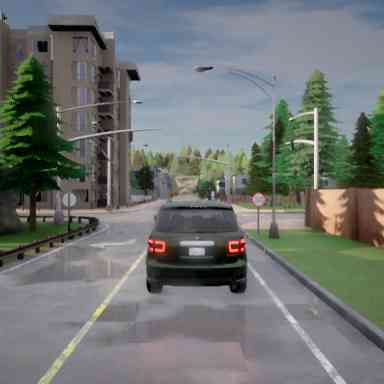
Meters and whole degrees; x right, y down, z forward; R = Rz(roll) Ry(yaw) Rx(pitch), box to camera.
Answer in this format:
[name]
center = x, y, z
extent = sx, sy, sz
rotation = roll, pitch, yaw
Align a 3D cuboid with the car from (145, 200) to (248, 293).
[car]
center = 0.098, 1.220, 8.979
extent = 2.150, 2.045, 5.566
rotation = 0, 0, 0
